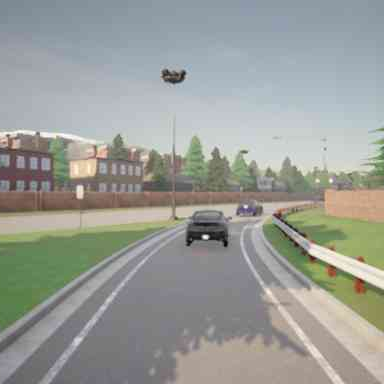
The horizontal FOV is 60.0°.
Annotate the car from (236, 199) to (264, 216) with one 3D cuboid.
[{"bbox_3d":[6.237,1.576,35.419,2.097,1.767,4.553,0,0,23],"label":"car"}]

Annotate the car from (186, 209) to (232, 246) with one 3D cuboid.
[{"bbox_3d":[0.855,1.606,15.953,1.837,1.490,4.892,0,-1,7],"label":"car"}]
